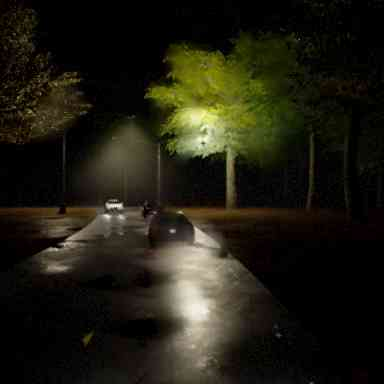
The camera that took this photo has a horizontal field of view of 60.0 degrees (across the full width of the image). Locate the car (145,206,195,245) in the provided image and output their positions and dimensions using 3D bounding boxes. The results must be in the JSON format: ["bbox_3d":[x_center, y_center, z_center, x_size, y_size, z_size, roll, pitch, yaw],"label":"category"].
[{"bbox_3d":[-1.037,1.584,15.638,1.994,1.385,4.181,0,0,-7],"label":"car"}]

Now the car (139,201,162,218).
[{"bbox_3d":[-3.775,1.576,31.078,1.837,1.490,4.892,0,0,-13],"label":"car"}]

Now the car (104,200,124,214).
[{"bbox_3d":[-8.796,1.637,37.488,1.812,1.442,4.674,0,0,-16],"label":"car"}]

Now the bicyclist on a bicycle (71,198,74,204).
[{"bbox_3d":[-31.863,2.417,88.751,0.866,1.612,1.509,0,-1,-40],"label":"bicyclist on a bicycle"}]
